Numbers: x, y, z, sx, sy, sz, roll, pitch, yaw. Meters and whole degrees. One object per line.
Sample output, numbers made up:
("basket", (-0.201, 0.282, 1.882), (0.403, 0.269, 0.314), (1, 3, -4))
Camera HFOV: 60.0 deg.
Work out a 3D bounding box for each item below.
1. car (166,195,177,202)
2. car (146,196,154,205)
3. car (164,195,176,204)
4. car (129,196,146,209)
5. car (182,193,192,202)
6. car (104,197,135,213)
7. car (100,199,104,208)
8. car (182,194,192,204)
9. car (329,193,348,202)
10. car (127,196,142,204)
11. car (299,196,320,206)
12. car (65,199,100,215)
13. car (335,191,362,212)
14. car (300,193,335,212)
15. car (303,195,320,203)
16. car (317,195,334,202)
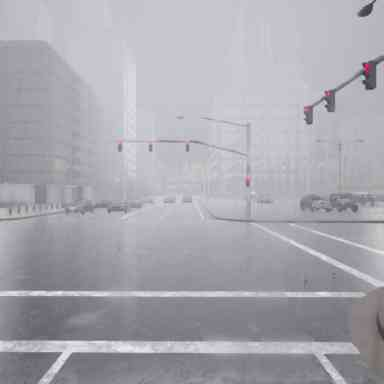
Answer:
("car", (-4.556, 1.351, 74.443), (2.128, 1.511, 4.902), (0, 0, 0))
("car", (-8.054, 1.491, 60.209), (2.128, 1.511, 4.902), (0, 0, 0))
("car", (-4.511, 1.564, 65.605), (1.994, 1.385, 4.181), (0, 0, 0))
("car", (-8.006, 1.352, 45.476), (2.097, 1.767, 4.553), (0, 0, 0))
("car", (-1.056, 1.181, 74.431), (2.097, 1.767, 4.553), (0, 0, 0))
("car", (-7.963, 1.564, 36.774), (1.994, 1.385, 4.181), (0, 0, 0))
("car", (-11.499, 1.601, 43.829), (1.895, 1.301, 4.718), (0, 0, 0))
("car", (-1.011, 1.601, 65.703), (1.895, 1.301, 4.718), (0, 0, 0))
("car", (30.086, 1.153, 68.360), (1.932, 1.855, 4.605), (0, 0, 0))
("car", (-11.534, 1.547, 66.861), (2.033, 1.411, 5.357), (0, 0, 0))
("car", (18.763, 1.395, 53.190), (1.970, 1.475, 3.806), (0, 0, 0))
("car", (-11.450, 1.491, 34.182), (2.128, 1.511, 4.902), (0, 0, 0))
("car", (16.085, 1.156, 35.719), (1.905, 1.878, 3.866), (0, 0, 0))
("car", (13.191, 1.153, 35.769), (1.932, 1.855, 4.605), (0, 0, 0))
("car", (24.508, 1.395, 68.301), (1.970, 1.475, 3.806), (0, 0, 0))
("car", (27.403, 1.364, 68.305), (1.784, 1.438, 3.905), (0, 0, 0))
